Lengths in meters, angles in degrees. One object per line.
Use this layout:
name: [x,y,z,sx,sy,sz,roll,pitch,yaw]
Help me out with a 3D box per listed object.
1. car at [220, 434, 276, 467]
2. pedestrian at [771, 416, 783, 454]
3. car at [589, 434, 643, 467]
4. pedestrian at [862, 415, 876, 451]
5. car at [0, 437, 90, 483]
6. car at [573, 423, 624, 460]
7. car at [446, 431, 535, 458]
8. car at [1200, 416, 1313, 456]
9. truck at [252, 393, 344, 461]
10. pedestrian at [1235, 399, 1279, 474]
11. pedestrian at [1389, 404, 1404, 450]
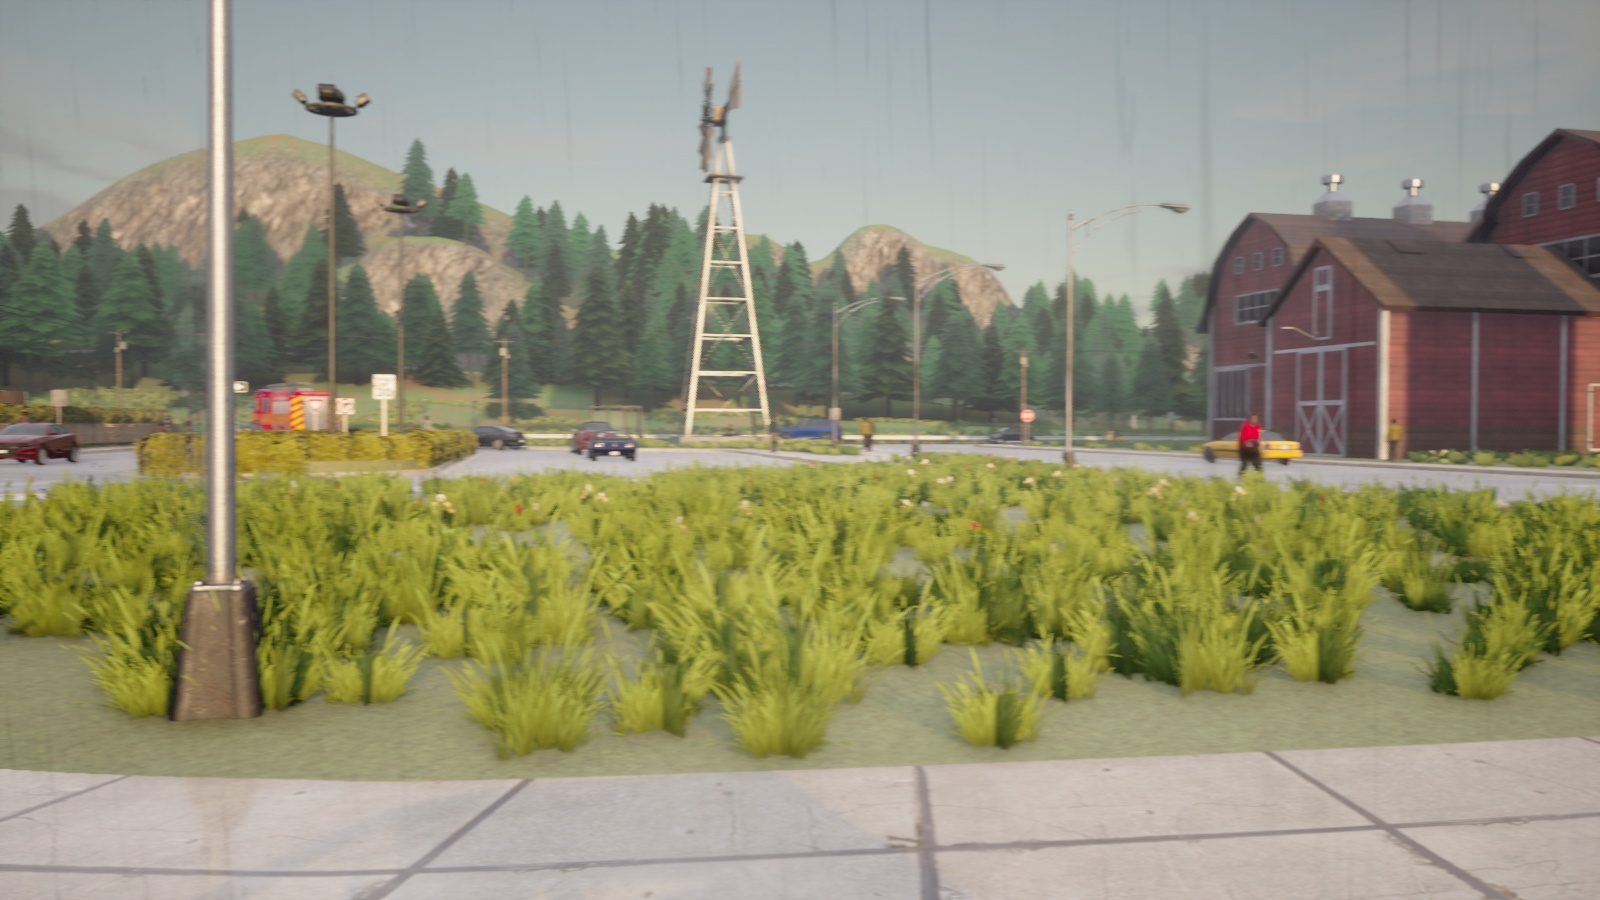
car: [-27.524,-0.024,62.756,1.789,1.549,3.705,-1,1,-12]
pedestrian: [-1.134,-0.748,61.894,0.370,1.835,0.726,-1,1,-17]
car: [-7.850,-0.026,53.242,1.895,1.301,4.718,-1,1,-12]
pedestrian: [3.578,-0.887,65.177,0.431,1.840,0.709,-1,1,-26]
car: [-27.384,0.322,45.063,1.882,1.535,5.008,-1,1,-12]
car: [-10.367,-0.446,64.308,2.097,1.767,4.553,-1,1,-15]
car: [-17.671,-0.310,71.711,4.674,1.442,1.812,-1,1,21]
car: [18.910,-0.592,52.296,1.801,1.575,5.366,-1,1,-13]
truck: [-30.052,-1.370,74.998,2.891,3.827,8.468,-2,2,-37]
pedestrian: [11.439,-0.345,31.442,0.634,1.844,0.899,-1,1,-13]
pedestrian: [24.041,-0.923,50.619,0.431,1.840,0.709,-1,1,17]
